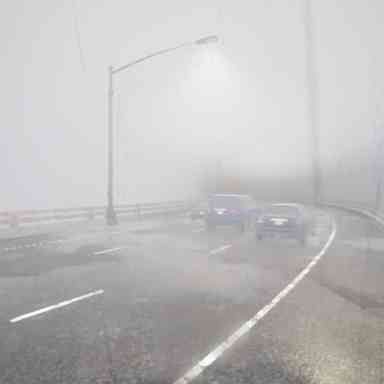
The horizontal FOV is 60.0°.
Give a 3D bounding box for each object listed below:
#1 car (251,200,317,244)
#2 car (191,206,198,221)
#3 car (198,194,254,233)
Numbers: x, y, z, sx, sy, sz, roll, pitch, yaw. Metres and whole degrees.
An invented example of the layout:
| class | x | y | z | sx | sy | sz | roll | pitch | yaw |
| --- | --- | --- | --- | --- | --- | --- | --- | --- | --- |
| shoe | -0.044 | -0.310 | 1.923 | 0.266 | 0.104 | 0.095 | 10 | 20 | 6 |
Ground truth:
| class | x | y | z | sx | sy | sz | roll | pitch | yaw |
| --- | --- | --- | --- | --- | --- | --- | --- | --- | --- |
| car | 4.612 | 1.301 | 15.791 | 2.097 | 1.767 | 4.553 | 0 | 0 | 27 |
| car | 1.466 | 1.467 | 25.679 | 1.994 | 1.385 | 4.181 | 0 | 0 | 23 |
| car | 2.643 | 1.151 | 19.563 | 2.150 | 2.045 | 5.566 | 0 | 0 | 26 |
